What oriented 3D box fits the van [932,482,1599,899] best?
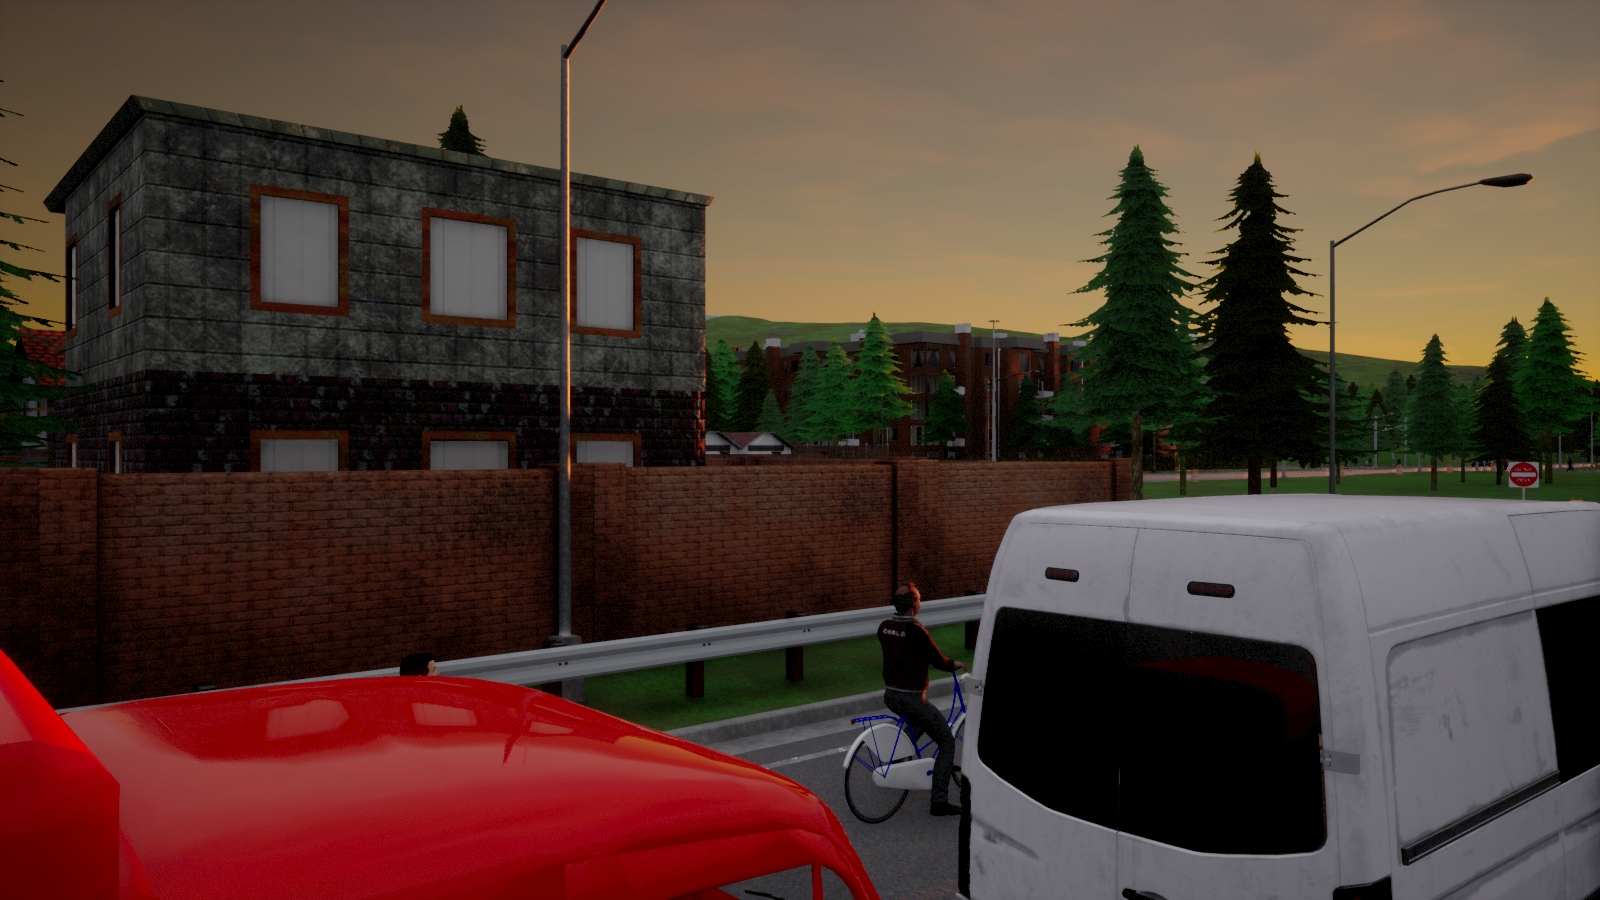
[{"bbox_3d":[3.509,1.534,6.458,5.915,2.561,1.988,0,0,-40],"label":"van"}]

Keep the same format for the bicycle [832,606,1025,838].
[{"bbox_3d":[1.045,2.060,8.955,1.835,1.471,0.329,0,0,-40],"label":"bicycle"}]

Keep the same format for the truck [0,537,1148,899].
[{"bbox_3d":[-2.109,1.568,1.686,5.204,2.467,2.627,0,0,-40],"label":"truck"}]
